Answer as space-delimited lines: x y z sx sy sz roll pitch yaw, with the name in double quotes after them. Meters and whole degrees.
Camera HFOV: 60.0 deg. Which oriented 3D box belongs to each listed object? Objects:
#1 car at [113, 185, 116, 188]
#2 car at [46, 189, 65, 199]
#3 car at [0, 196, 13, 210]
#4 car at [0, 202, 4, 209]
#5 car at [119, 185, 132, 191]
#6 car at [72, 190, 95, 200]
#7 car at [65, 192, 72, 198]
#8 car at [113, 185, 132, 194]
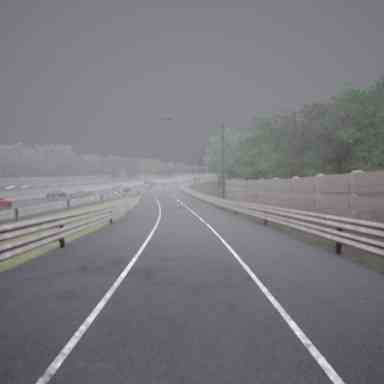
-20.304 -1.353 92.533 2.033 1.411 5.357 0 4 10 "car"
-25.593 0.270 63.004 2.097 1.767 4.553 0 4 10 "car"
-25.659 1.469 42.784 2.150 2.045 5.566 0 4 10 "car"
-23.273 2.219 36.273 1.994 1.385 4.181 0 4 10 "car"
-17.558 -1.021 88.015 1.895 1.301 4.718 0 4 10 "car"
-19.048 0.647 59.850 1.994 1.385 4.181 0 4 10 "car"
-21.790 0.349 64.395 2.033 1.411 5.357 0 4 10 "car"
-15.838 -0.402 77.770 2.033 1.411 5.357 0 4 10 "car"
